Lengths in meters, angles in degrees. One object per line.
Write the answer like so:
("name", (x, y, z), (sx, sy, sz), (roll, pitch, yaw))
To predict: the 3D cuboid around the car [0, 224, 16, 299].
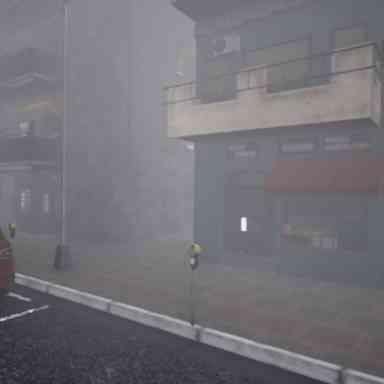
("car", (-5.633, 1.276, 6.877), (5.009, 1.841, 2.192), (0, 1, 36))
